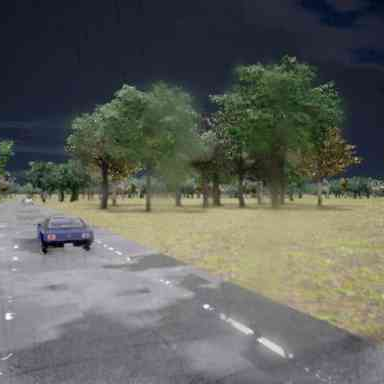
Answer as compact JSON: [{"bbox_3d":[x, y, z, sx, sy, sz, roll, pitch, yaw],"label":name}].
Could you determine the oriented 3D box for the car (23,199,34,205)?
[{"bbox_3d":[-38.570,2.323,78.481,1.812,1.442,4.674,0,-1,-27],"label":"car"}]

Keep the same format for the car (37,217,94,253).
[{"bbox_3d":[-5.636,1.714,14.434,1.895,1.301,4.718,0,-1,-27],"label":"car"}]
